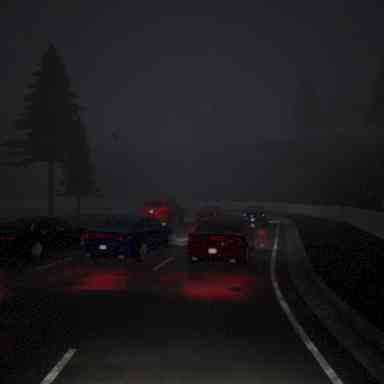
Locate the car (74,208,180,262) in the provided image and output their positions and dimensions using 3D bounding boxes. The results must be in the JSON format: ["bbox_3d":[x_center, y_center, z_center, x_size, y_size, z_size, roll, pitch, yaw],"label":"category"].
[{"bbox_3d":[-2.203,1.612,12.929,1.882,1.535,5.008,0,0,15],"label":"car"}]

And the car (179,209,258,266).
[{"bbox_3d":[1.230,1.605,12.237,1.882,1.535,5.008,0,0,15],"label":"car"}]

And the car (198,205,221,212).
[{"bbox_3d":[1.529,1.803,26.700,1.812,1.442,4.674,0,0,15],"label":"car"}]

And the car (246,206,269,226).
[{"bbox_3d":[4.901,1.793,25.779,1.812,1.442,4.674,0,0,15],"label":"car"}]

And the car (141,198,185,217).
[{"bbox_3d":[-2.219,1.499,26.363,2.150,2.045,5.566,0,0,15],"label":"car"}]

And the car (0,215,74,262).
[{"bbox_3d":[-5.833,1.642,12.879,1.837,1.490,4.892,0,0,14],"label":"car"}]
